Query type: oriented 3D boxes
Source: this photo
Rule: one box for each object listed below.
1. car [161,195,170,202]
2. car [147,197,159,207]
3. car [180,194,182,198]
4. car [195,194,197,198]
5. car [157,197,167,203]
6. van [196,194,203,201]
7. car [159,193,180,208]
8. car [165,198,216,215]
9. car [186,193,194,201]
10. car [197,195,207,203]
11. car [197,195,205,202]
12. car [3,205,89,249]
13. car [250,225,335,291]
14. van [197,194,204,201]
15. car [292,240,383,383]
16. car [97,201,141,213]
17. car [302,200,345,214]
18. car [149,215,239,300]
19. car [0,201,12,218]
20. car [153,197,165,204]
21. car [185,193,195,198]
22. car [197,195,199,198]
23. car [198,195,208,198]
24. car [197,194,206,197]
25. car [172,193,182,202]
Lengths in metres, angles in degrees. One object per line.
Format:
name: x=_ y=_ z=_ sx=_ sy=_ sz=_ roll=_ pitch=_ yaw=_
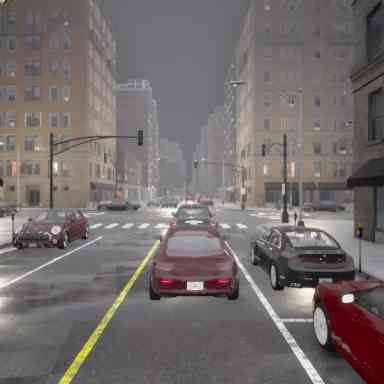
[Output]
car: x=-6.384 y=1.559 z=80.178 sx=1.967 sy=1.590 sz=4.097 roll=0 pitch=0 yaw=-1
car: x=-6.075 y=1.596 z=52.639 sx=2.008 sy=1.369 sz=4.403 roll=0 pitch=0 yaw=-1
car: x=-3.408 y=1.604 z=67.325 sx=1.812 sy=1.442 sz=4.674 roll=0 pitch=0 yaw=0
car: x=2.265 y=1.399 z=69.252 sx=2.192 sy=1.841 sz=5.009 roll=0 pitch=0 yaw=-1
car: x=-6.261 y=1.665 z=69.162 sx=1.802 sy=1.307 sz=4.206 roll=0 pitch=0 yaw=-1
van: x=2.018 y=1.504 z=91.279 sx=1.690 sy=1.788 sz=3.998 roll=0 pitch=0 yaw=-1
car: x=-3.254 y=1.390 z=48.523 sx=2.097 sy=1.767 sz=4.553 roll=0 pitch=0 yaw=-1
car: x=0.071 y=1.358 z=15.647 sx=2.097 sy=1.767 sz=4.553 roll=0 pitch=0 yaw=0
car: x=-0.642 y=1.384 z=90.177 sx=2.150 sy=2.045 sz=5.566 roll=0 pitch=0 yaw=-1
car: x=2.203 y=1.541 z=74.759 sx=1.967 sy=1.590 sz=4.097 roll=0 pitch=0 yaw=-1
car: x=2.141 y=1.560 z=80.265 sx=1.967 sy=1.590 sz=4.097 roll=0 pitch=0 yaw=-1
car: x=-5.874 y=1.445 z=14.278 sx=1.967 sy=1.590 sz=4.097 roll=0 pitch=0 yaw=0
car: x=2.660 y=1.553 z=8.805 sx=2.008 sy=1.369 sz=4.403 roll=0 pitch=0 yaw=0
van: x=2.080 y=1.481 z=85.773 sx=1.690 sy=1.788 sz=3.998 roll=0 pitch=0 yaw=-1
car: x=2.670 y=1.545 z=3.313 sx=1.887 sy=1.381 sz=4.507 roll=0 pitch=0 yaw=0
car: x=-8.096 y=1.621 z=37.026 sx=4.718 sy=1.301 sz=1.895 roll=0 pitch=0 yaw=0
car: x=14.646 y=1.648 z=37.214 sx=4.674 sy=1.442 sz=1.812 roll=0 pitch=0 yaw=1
car: x=0.022 y=1.528 z=8.296 sx=1.812 sy=1.442 sz=4.674 roll=0 pitch=0 yaw=-1
car: x=-17.339 y=1.253 z=27.016 sx=4.553 sy=1.767 sz=2.097 roll=0 pitch=0 yaw=0
car: x=-6.199 y=1.613 z=63.655 sx=1.887 sy=1.381 sz=4.507 roll=0 pitch=0 yaw=-1
car: x=-0.521 y=1.342 z=79.459 sx=2.150 sy=2.045 sz=5.566 roll=0 pitch=0 yaw=-1
car: x=2.388 y=1.622 z=58.238 sx=1.947 sy=1.339 sz=4.313 roll=0 pitch=0 yaw=-1
car: x=2.449 y=1.590 z=52.731 sx=1.887 sy=1.381 sz=4.507 roll=0 pitch=0 yaw=-1
car: x=2.324 y=1.595 z=63.915 sx=1.752 sy=1.417 sz=4.829 roll=0 pitch=0 yaw=-1
car: x=-3.504 y=1.336 z=77.855 sx=2.150 sy=2.045 sz=5.566 roll=0 pitch=0 yaw=-1
